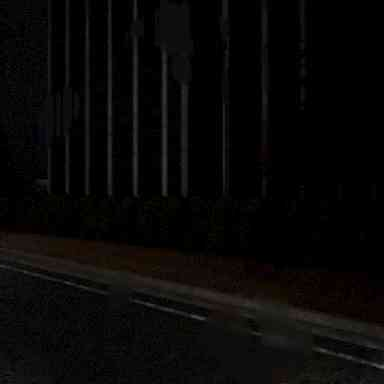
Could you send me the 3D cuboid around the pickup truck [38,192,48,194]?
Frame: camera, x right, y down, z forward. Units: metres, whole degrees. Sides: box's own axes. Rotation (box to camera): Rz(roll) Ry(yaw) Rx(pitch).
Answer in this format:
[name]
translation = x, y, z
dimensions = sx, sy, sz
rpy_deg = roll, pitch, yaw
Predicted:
[pickup truck]
translation = -31.980, 1.087, 73.526
dimensions = 6.274, 2.098, 2.390
rpy_deg = 0, 0, -24
